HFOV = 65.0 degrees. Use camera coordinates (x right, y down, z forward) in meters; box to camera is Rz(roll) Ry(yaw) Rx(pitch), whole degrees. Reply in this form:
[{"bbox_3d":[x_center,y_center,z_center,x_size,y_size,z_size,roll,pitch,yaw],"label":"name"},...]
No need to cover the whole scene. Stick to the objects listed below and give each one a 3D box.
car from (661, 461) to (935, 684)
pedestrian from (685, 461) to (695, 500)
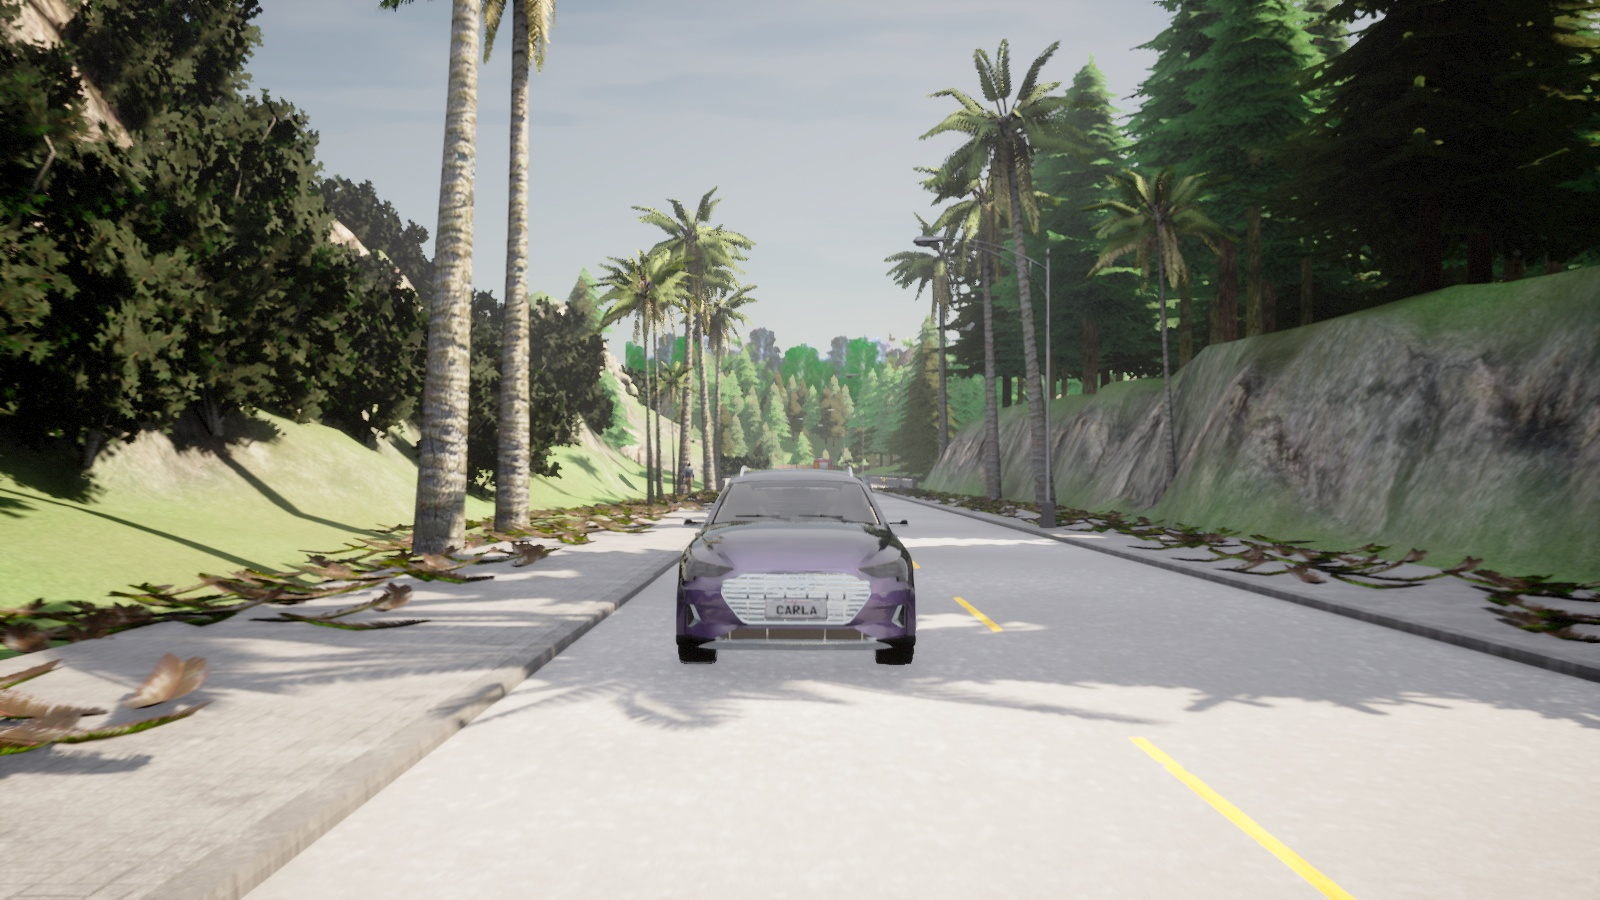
[{"bbox_3d":[-0.028,0.959,11.788,2.033,1.649,4.856,0,-1,0],"label":"car"},{"bbox_3d":[-5.581,1.559,63.661,0.423,1.949,0.788,0,-1,0],"label":"pedestrian"}]
